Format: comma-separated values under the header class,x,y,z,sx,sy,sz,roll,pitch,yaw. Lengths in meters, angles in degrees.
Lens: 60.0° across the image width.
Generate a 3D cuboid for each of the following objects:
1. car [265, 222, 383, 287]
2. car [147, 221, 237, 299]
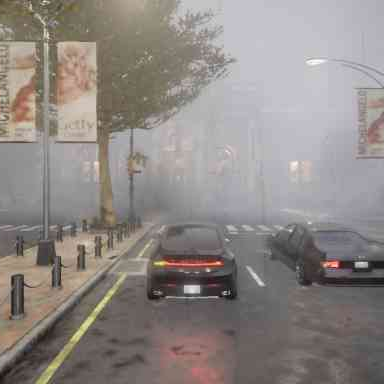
class,x,y,z,sx,sy,sz,roll,pitch,yaw
car,3.498,1.547,9.382,2.033,1.411,5.357,0,0,0
car,-0.001,1.505,8.418,1.837,1.490,4.892,0,0,0
